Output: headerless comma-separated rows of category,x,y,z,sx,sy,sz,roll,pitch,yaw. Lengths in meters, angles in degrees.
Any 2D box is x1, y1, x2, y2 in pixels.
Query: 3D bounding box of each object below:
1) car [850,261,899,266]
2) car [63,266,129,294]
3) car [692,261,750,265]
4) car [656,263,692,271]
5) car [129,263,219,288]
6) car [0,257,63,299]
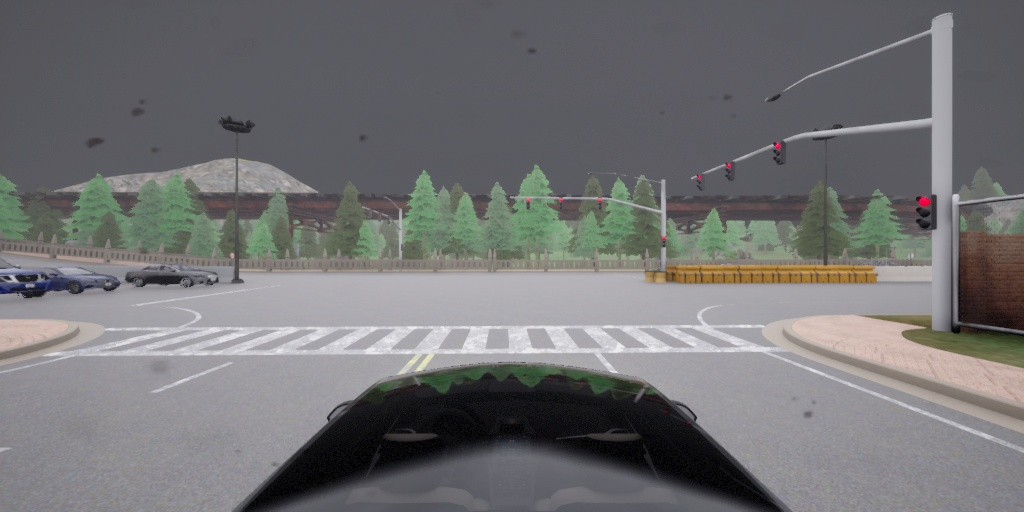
car,39.241,1.239,39.016,4.902,1.511,2.128,0,0,-2
car,-24.178,1.266,19.338,4.674,1.442,1.812,0,0,-2
car,18.929,1.226,31.388,5.008,1.535,1.882,0,0,-2
car,17.981,1.349,38.361,4.718,1.301,1.895,0,0,-2
car,-21.594,1.231,22.919,4.902,1.511,2.128,0,0,-2
car,-24.145,0.963,15.835,5.566,2.045,2.150,0,0,-2
